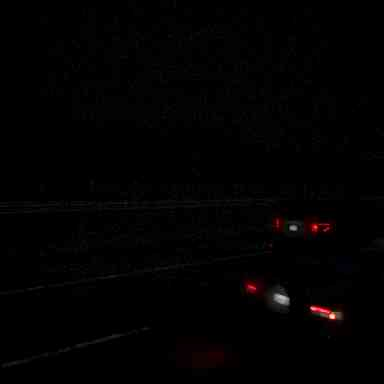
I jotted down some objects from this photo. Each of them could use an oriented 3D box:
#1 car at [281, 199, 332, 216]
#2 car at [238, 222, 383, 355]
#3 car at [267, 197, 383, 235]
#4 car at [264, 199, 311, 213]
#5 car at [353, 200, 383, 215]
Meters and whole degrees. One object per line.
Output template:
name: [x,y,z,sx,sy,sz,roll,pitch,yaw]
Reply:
car: [11.488,1.490,33.197,5.357,1.411,2.033,0,0,-34]
car: [3.290,1.531,6.052,5.357,1.411,2.033,0,0,-35]
car: [5.304,1.193,11.732,5.566,2.045,2.150,0,0,-35]
car: [10.682,1.486,36.882,5.357,1.411,2.033,0,0,-34]
car: [18.377,1.510,33.594,4.181,1.385,1.994,0,0,-34]
